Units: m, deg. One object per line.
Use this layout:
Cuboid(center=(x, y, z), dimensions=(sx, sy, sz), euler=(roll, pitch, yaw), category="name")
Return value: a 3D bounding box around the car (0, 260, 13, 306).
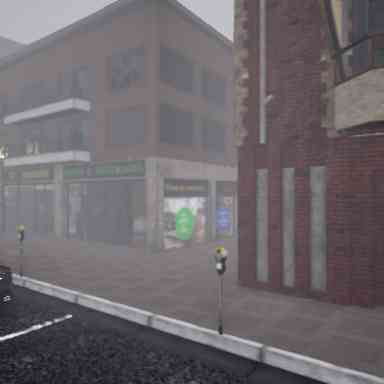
Cuboid(center=(-5.272, 1.552, 6.640), dimensions=(4.403, 1.369, 2.008), euler=(0, 0, 36), category="car")
